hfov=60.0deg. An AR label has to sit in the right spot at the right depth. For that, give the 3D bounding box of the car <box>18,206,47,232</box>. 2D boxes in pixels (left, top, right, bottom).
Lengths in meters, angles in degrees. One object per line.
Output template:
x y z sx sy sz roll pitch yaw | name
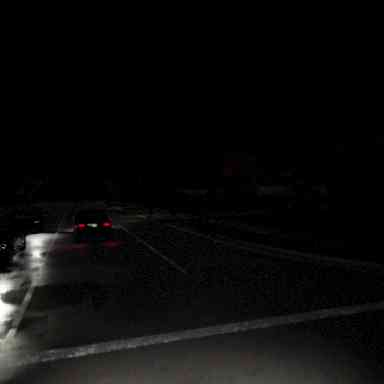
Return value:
-10.521 1.720 21.440 1.837 1.490 4.892 -1 0 -19 | car

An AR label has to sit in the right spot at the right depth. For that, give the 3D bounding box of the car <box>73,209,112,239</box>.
-5.518 1.671 18.353 2.033 1.411 5.357 -1 0 -19 | car

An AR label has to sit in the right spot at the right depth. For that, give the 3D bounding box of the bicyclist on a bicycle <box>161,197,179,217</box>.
-1.864 1.288 28.378 1.656 1.620 0.582 -1 0 -19 | bicyclist on a bicycle

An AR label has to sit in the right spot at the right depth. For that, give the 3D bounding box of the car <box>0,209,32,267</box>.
-7.166 1.628 11.835 1.882 1.535 5.008 -1 0 -19 | car
